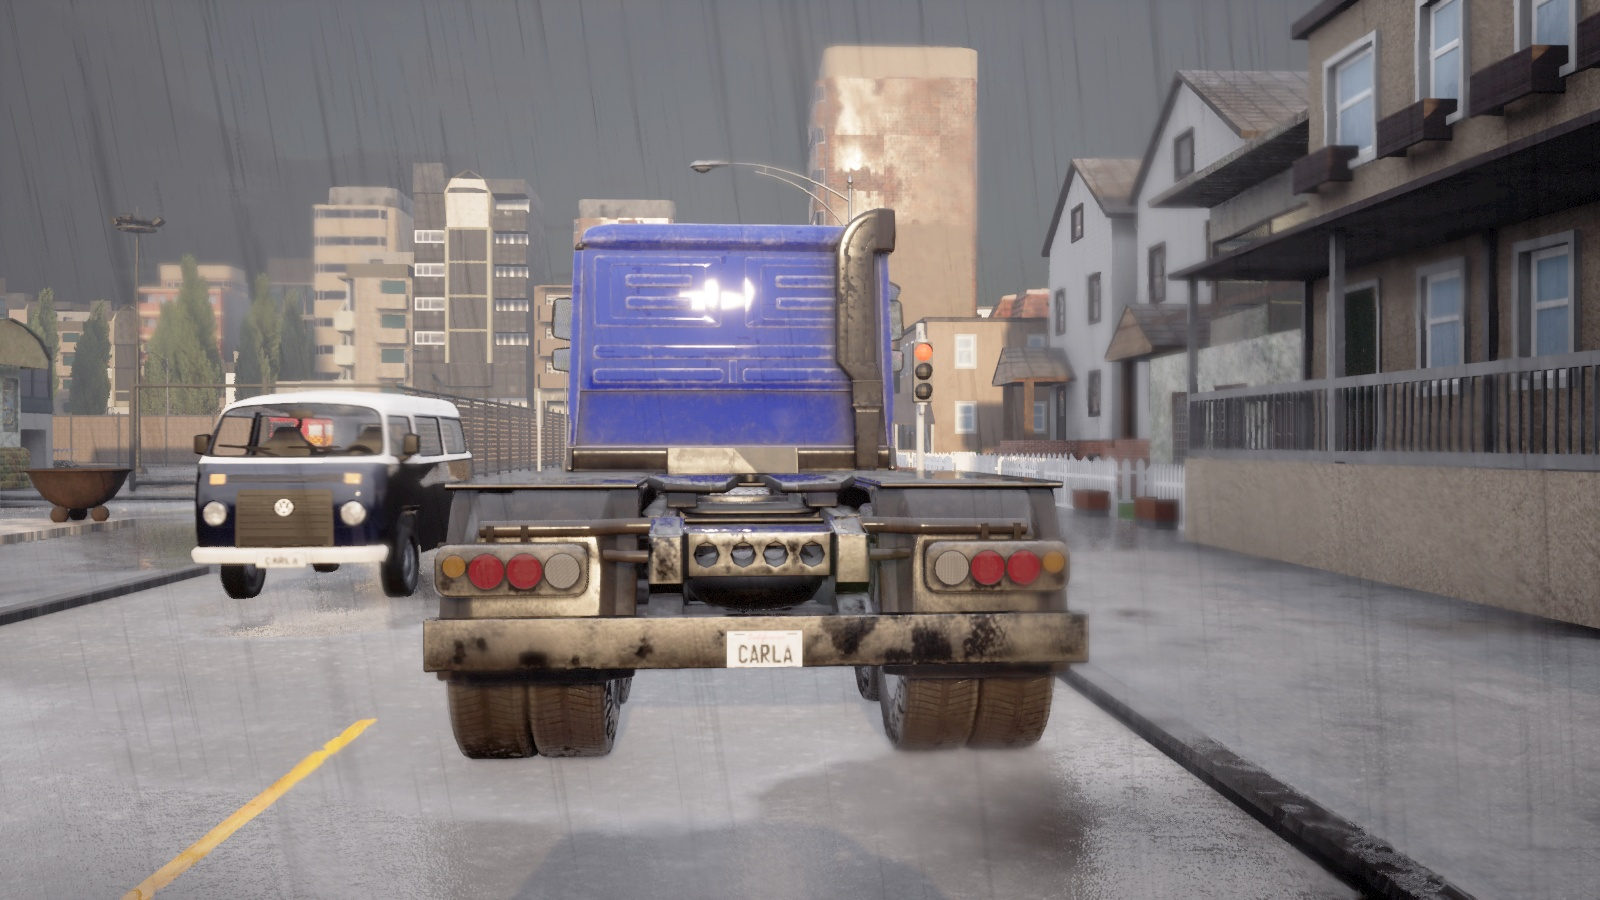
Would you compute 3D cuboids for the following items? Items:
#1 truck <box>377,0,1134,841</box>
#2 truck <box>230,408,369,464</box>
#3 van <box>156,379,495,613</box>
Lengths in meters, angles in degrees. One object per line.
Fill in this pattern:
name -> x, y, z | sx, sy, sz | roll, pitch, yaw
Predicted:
truck -> -0.432, -0.285, 8.765 | 2.891, 3.462, 7.936 | 0, 0, -4
truck -> -34.798, -0.940, 87.533 | 8.468, 3.827, 2.891 | 0, 0, -3
van -> -4.686, 0.392, 13.216 | 2.069, 2.038, 4.480 | 0, 0, -3
